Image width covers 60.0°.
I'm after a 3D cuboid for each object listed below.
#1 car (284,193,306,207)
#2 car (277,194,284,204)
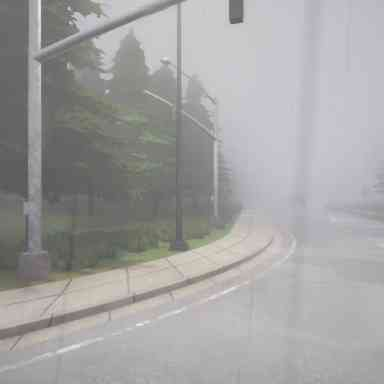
[{"bbox_3d":[16.334,1.223,51.984,2.150,2.045,5.566,0,0,8],"label":"car"},{"bbox_3d":[17.781,1.352,62.277,2.097,1.767,4.553,0,0,8],"label":"car"}]
